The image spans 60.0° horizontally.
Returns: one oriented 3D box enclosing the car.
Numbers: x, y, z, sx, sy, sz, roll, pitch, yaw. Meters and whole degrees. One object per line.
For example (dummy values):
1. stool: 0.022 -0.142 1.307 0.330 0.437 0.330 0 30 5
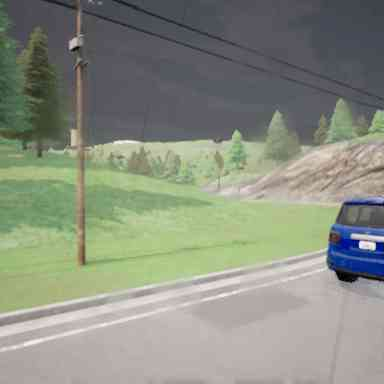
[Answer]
1. car: 5.516 1.140 8.288 5.566 2.045 2.150 0 0 -40
